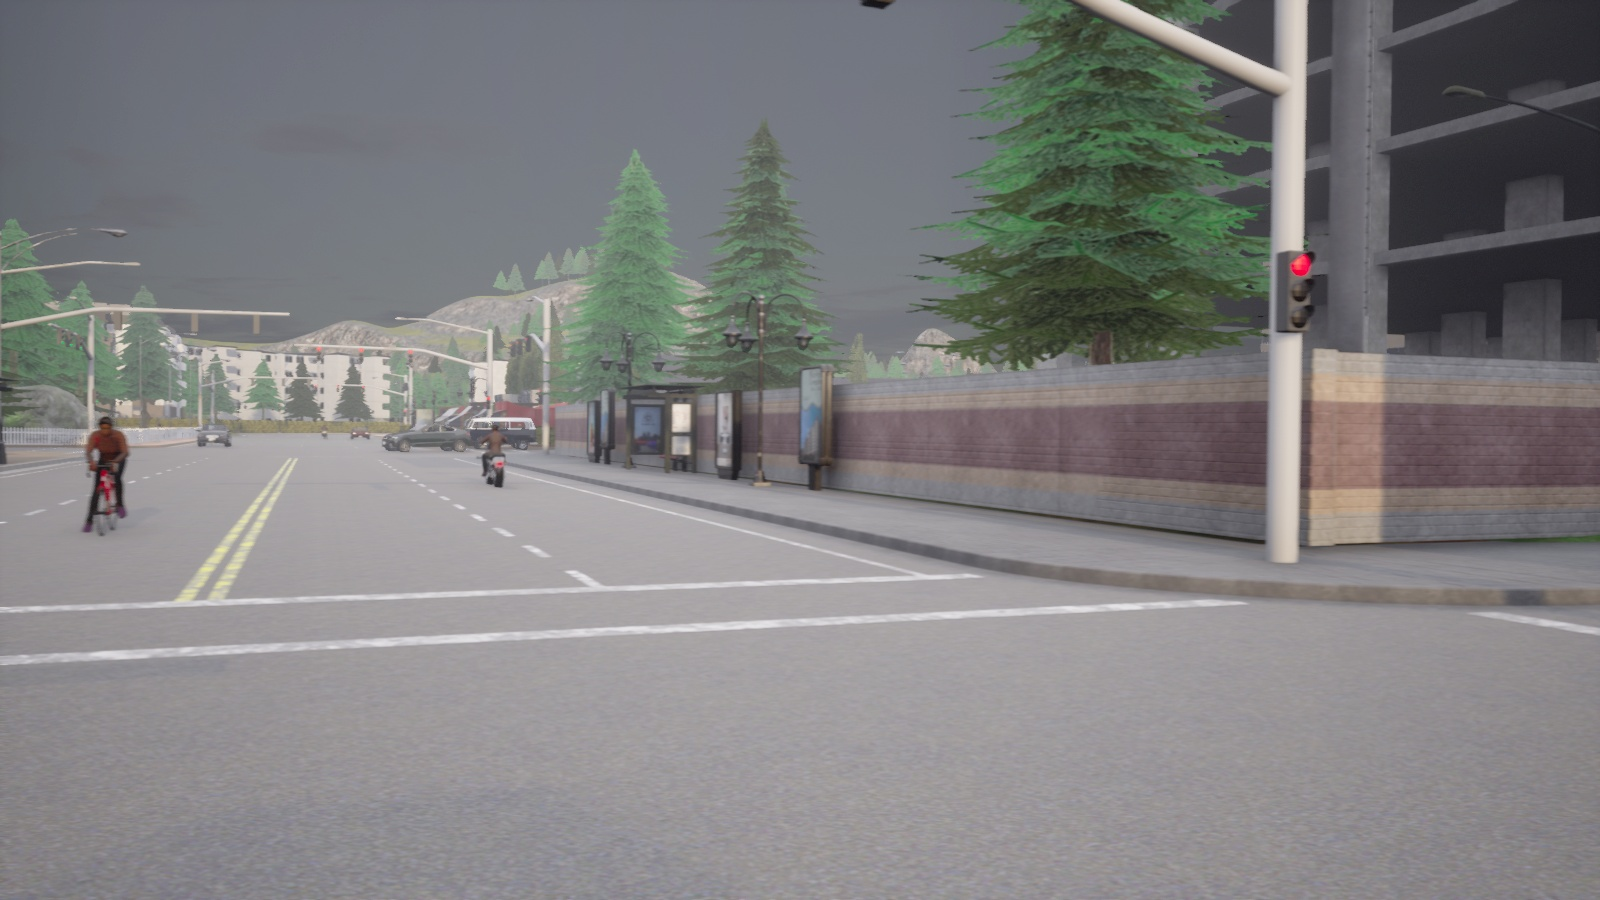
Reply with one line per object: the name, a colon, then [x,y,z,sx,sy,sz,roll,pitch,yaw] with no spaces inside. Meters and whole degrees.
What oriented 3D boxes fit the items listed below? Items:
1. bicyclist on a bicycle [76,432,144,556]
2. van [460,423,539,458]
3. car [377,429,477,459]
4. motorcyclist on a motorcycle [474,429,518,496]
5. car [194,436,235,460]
bicyclist on a bicycle: [-9.562,0.570,17.440,0.582,1.620,1.656,-1,1,-21]
van: [-18.713,-0.603,78.191,4.480,2.038,2.069,-1,1,-22]
car: [-21.377,-0.377,72.053,5.027,1.651,2.152,-1,1,-39]
motorcyclist on a motorcycle: [-7.904,0.304,32.583,0.766,1.649,2.350,-1,1,-21]
car: [-38.467,-0.174,82.621,2.128,1.511,4.902,-1,1,-21]
